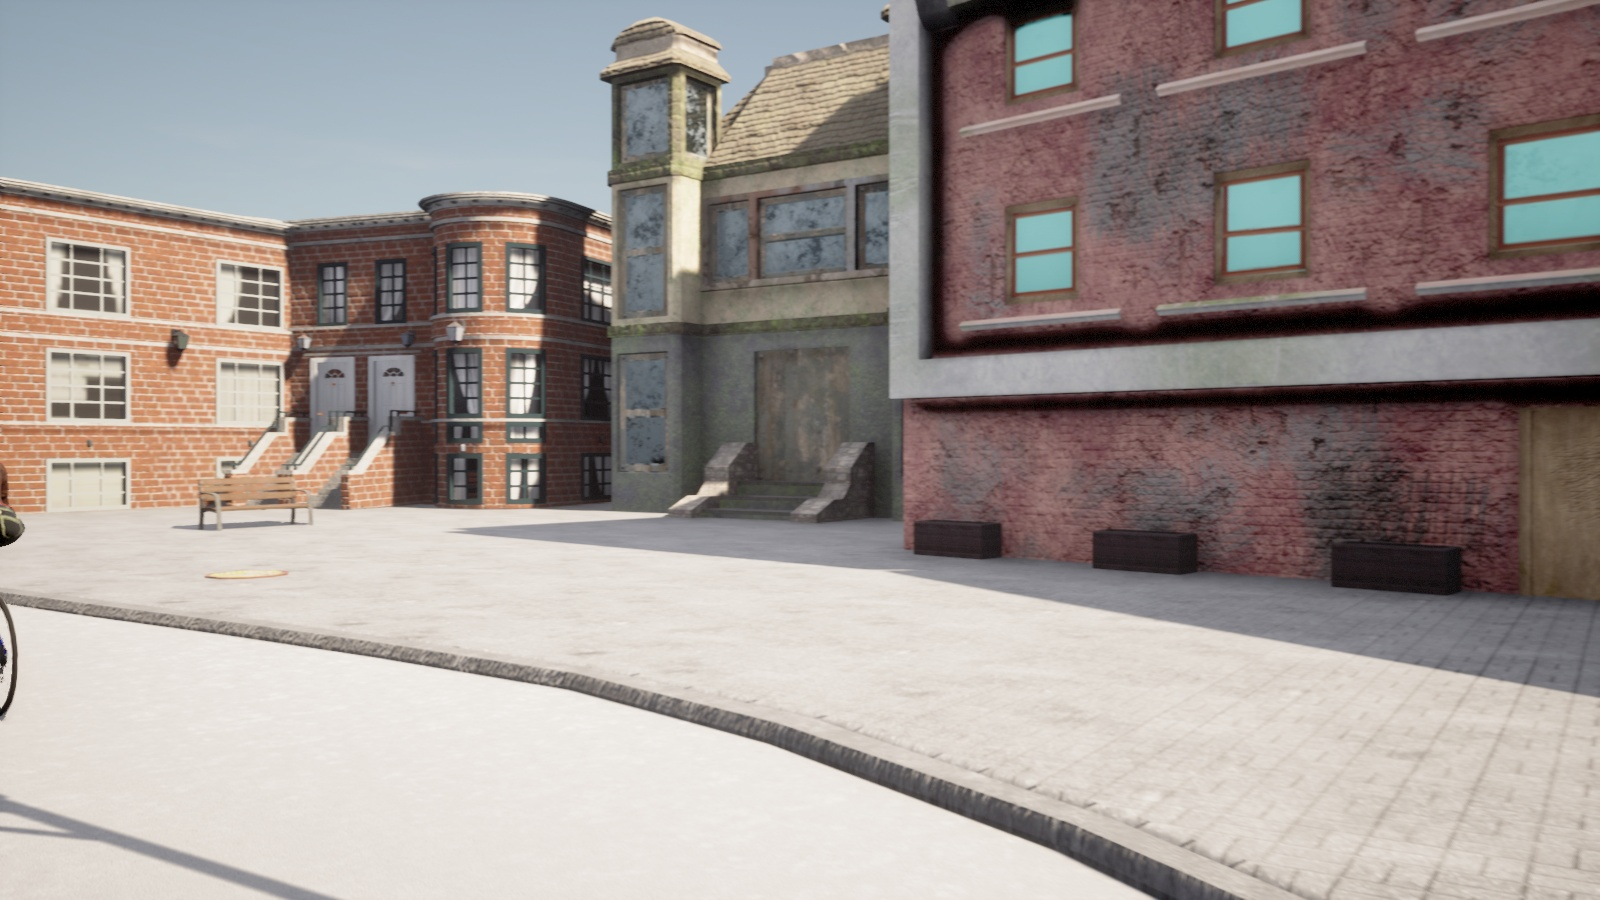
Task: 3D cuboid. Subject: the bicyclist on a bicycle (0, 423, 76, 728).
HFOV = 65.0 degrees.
[{"bbox_3d":[-4.830,0.671,7.260,1.656,1.620,0.582,0,0,40],"label":"bicyclist on a bicycle"}]
